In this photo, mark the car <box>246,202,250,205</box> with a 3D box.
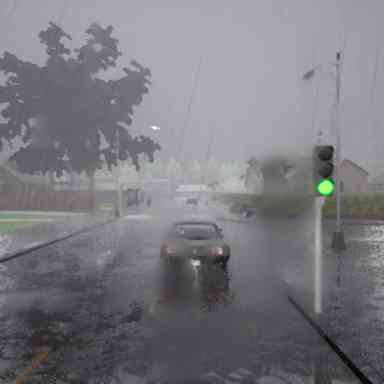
[{"bbox_3d":[8.872,1.355,38.342,5.357,1.415,2.033,0,0,3],"label":"car"}]

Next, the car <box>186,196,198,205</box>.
[{"bbox_3d":[-0.019,1.474,59.737,1.882,1.535,5.008,0,0,0],"label":"car"}]

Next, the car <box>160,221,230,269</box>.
[{"bbox_3d":[0.090,1.600,11.064,1.895,1.301,4.718,0,0,0],"label":"car"}]
